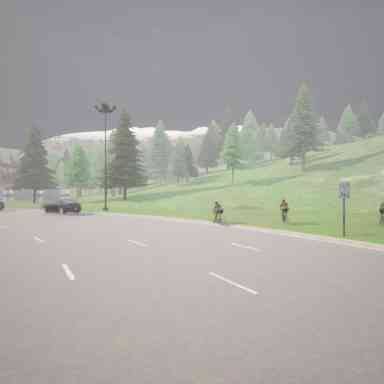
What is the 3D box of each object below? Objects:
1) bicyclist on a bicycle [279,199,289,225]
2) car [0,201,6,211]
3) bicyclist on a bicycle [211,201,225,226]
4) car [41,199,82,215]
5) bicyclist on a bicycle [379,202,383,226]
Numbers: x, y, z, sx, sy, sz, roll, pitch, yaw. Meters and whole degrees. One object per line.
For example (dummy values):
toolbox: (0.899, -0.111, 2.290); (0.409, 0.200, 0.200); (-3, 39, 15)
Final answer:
bicyclist on a bicycle: (6.029, 1.303, 21.696); (0.582, 1.620, 1.656); (0, -1, -1)
car: (-24.335, 1.526, 39.651); (4.674, 1.442, 1.812); (0, 0, 23)
bicyclist on a bicycle: (1.742, 1.453, 22.289); (0.582, 1.620, 1.656); (0, -1, -29)
car: (-13.357, 1.478, 33.866); (5.008, 1.535, 1.882); (0, 0, 35)
bicyclist on a bicycle: (11.997, 1.304, 20.722); (1.656, 1.620, 0.582); (1, -1, -43)
